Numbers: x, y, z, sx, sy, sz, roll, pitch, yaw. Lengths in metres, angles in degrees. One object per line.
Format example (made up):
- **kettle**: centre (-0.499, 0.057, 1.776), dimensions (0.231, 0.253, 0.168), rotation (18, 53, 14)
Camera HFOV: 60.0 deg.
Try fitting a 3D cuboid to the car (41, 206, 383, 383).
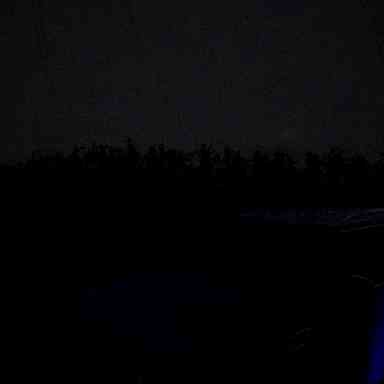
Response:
- **car**: centre (1.296, 1.224, 3.949), dimensions (5.566, 2.045, 2.150), rotation (0, 0, -35)
